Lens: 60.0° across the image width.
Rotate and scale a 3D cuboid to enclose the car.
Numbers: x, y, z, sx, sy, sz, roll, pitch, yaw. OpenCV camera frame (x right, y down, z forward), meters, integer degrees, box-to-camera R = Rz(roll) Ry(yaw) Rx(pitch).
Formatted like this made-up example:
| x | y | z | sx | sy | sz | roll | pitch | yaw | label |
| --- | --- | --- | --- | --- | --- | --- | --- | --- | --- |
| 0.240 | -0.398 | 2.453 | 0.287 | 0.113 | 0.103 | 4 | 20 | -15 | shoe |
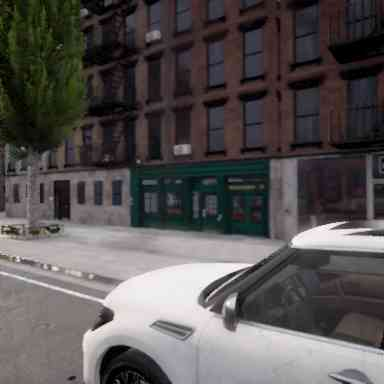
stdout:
| x | y | z | sx | sy | sz | roll | pitch | yaw | label |
| --- | --- | --- | --- | --- | --- | --- | --- | --- | --- |
| 1.571 | 1.222 | 2.565 | 5.566 | 2.045 | 2.150 | 0 | 0 | 35 | car |
